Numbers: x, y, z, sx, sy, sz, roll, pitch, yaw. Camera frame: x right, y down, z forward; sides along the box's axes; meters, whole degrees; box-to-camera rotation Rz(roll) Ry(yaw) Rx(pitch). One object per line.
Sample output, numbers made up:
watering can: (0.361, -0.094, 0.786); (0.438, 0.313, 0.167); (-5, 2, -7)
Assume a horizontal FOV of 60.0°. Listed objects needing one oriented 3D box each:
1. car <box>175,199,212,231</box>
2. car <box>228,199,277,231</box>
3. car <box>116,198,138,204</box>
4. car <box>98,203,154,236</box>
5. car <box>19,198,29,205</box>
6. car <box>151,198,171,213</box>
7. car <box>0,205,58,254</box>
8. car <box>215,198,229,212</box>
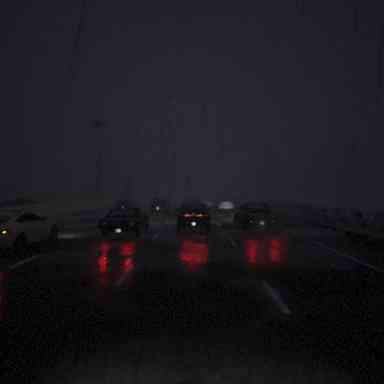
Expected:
car: (0.089, 1.376, 19.565); (1.837, 1.490, 4.892); (0, 0, 0)
car: (3.589, 1.363, 19.373); (2.128, 1.511, 4.902); (0, 0, 0)
car: (-6.920, 1.370, 35.583); (1.837, 1.490, 4.892); (0, 0, 0)
car: (-3.409, 1.482, 17.640); (1.895, 1.301, 4.718); (0, 0, 0)
car: (-17.615, 1.362, 33.554); (1.837, 1.490, 4.892); (0, 0, 0)
car: (-3.420, 1.370, 35.589); (1.837, 1.490, 4.892); (0, 0, 0)
car: (-6.920, 1.436, 12.999); (1.812, 1.442, 4.674); (0, 0, 0)
car: (3.580, 1.395, 36.593); (1.812, 1.442, 4.674); (0, 0, 0)
